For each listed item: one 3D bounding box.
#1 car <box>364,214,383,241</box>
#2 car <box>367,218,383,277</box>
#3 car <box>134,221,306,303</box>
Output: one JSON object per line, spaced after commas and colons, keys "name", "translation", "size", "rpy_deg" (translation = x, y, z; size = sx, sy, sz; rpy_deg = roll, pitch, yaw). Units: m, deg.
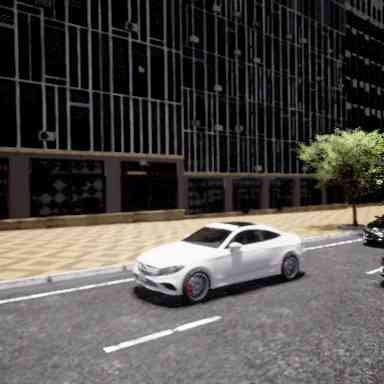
{"name": "car", "translation": [9.201, 1.398, 14.122], "size": [4.892, 1.490, 1.837], "rpy_deg": [0, 0, -36]}
{"name": "car", "translation": [6.608, 1.439, 8.298], "size": [4.892, 1.490, 1.837], "rpy_deg": [0, 0, -35]}
{"name": "car", "translation": [0.881, 1.489, 8.221], "size": [4.674, 1.442, 1.812], "rpy_deg": [0, 0, -35]}
